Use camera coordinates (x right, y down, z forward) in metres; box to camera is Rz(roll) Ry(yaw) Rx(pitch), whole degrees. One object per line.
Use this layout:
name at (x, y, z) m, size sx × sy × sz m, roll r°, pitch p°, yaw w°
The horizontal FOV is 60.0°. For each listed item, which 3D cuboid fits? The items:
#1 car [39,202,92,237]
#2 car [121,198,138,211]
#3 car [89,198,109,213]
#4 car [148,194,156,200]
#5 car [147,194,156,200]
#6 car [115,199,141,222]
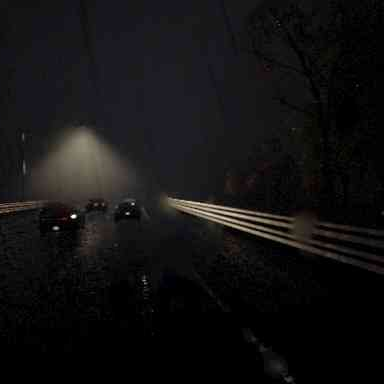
car at (-7.202, 1.575, 18.834) m, size 2.128 × 1.511 × 4.902 m, roll -1°, pitch 0°, yaw -11°
car at (-8.056, 1.550, 43.209) m, size 2.033 × 1.411 × 5.357 m, roll -1°, pitch 0°, yaw -9°
car at (-10.661, 1.439, 37.646) m, size 2.097 × 1.767 × 4.553 m, roll -1°, pitch 0°, yaw -10°
car at (-11.027, 1.316, 91.204) m, size 1.994 × 1.385 × 4.181 m, roll -1°, pitch 0°, yaw -6°
car at (-10.286, 1.238, 82.837) m, size 1.837 × 1.490 × 4.892 m, roll -1°, pitch 0°, yaw -5°
car at (-5.130, 1.562, 26.578) m, size 1.994 × 1.385 × 4.181 m, roll -1°, pitch 0°, yaw -11°
